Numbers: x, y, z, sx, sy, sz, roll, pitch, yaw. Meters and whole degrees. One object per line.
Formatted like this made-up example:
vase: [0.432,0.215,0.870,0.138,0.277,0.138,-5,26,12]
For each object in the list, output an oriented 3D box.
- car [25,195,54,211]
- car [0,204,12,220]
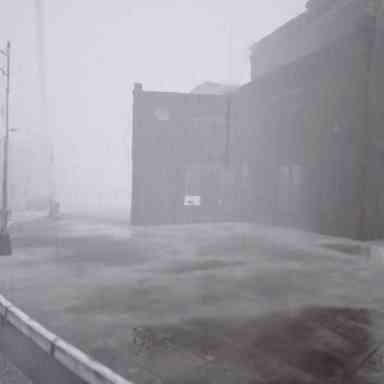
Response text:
car: [-21.205,1.500,46.719,2.150,2.045,5.566,1,-1,-2]
car: [-15.966,1.599,26.423,1.882,1.535,5.008,1,-1,-10]
